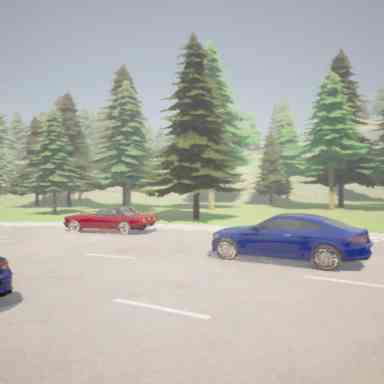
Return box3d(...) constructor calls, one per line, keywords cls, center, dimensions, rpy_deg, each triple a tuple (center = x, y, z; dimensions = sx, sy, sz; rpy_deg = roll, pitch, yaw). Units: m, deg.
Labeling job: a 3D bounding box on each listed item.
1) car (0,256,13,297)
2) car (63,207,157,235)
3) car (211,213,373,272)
box3d(cls="car", center=(-5.621, 1.514, 6.455), dimensions=(4.674, 1.442, 1.812), rpy_deg=(0, 0, 22))
box3d(cls="car", center=(-4.321, 1.443, 17.416), dimensions=(4.718, 1.301, 1.895), rpy_deg=(0, 1, 18))
box3d(cls="car", center=(2.829, 1.365, 10.105), dimensions=(4.674, 1.442, 1.812), rpy_deg=(0, 0, 30))
